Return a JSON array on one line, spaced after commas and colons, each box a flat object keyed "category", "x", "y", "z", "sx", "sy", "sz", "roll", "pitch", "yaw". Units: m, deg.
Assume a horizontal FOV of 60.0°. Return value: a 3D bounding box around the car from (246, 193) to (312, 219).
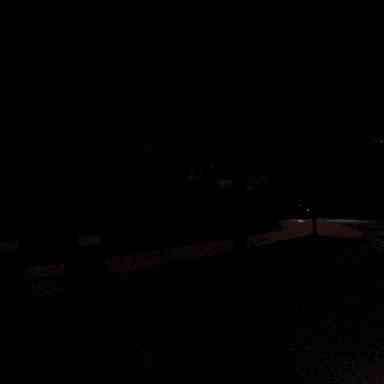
[{"category": "car", "x": 6.976, "y": 1.064, "z": 27.670, "sx": 5.566, "sy": 2.045, "sz": 2.150, "roll": 0, "pitch": 0, "yaw": 42}]
